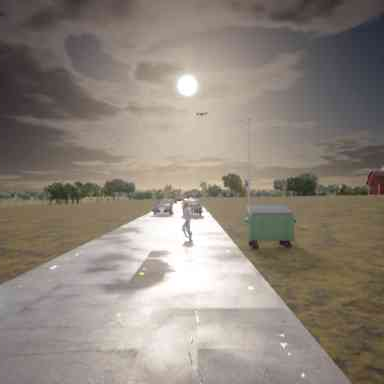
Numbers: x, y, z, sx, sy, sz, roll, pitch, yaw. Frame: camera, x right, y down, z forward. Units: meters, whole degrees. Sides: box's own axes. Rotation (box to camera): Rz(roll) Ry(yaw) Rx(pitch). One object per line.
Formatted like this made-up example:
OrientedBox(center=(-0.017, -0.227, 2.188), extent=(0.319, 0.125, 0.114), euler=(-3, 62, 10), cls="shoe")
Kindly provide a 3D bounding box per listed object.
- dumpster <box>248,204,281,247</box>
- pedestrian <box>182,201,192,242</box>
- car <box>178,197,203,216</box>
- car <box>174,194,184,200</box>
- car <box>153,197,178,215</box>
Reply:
OrientedBox(center=(3.123, 1.407, 14.505), extent=(1.020, 1.700, 1.940), euler=(0, 0, 0), cls="dumpster")
OrientedBox(center=(-0.202, 1.306, 14.974), extent=(0.375, 1.860, 0.375), euler=(0, 0, -10), cls="pedestrian")
OrientedBox(center=(0.066, 1.534, 33.006), extent=(2.128, 1.511, 4.902), euler=(0, 0, 0), cls="car")
OrientedBox(center=(-2.759, 1.540, 75.171), extent=(2.150, 2.045, 5.566), euler=(0, -1, 0), cls="car")
OrientedBox(center=(-2.851, 1.534, 33.985), extent=(2.128, 1.511, 4.902), euler=(0, 0, 0), cls="car")
